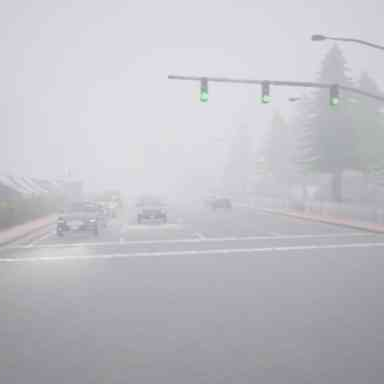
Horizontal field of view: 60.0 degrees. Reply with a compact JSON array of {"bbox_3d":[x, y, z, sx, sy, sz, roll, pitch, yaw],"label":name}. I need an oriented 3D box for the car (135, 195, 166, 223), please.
[{"bbox_3d":[-2.843,1.193,22.658,1.812,1.442,4.674,-1,1,-10],"label":"car"}]

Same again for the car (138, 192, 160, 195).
[{"bbox_3d":[-4.419,1.019,31.746,1.882,1.535,5.008,-1,1,-10],"label":"car"}]

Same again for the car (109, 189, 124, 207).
[{"bbox_3d":[-8.634,0.750,35.661,2.150,2.045,5.566,-1,1,-10],"label":"car"}]

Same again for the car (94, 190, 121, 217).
[{"bbox_3d":[-7.008,1.012,26.157,2.097,1.767,4.553,-1,1,-10],"label":"car"}]

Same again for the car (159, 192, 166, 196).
[{"bbox_3d":[-5.704,0.679,59.654,1.994,1.385,4.181,-1,1,-10],"label":"car"}]

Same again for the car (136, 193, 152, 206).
[{"bbox_3d":[-6.116,0.928,41.804,1.812,1.442,4.674,-1,1,-10],"label":"car"}]

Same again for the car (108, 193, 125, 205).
[{"bbox_3d":[-10.417,0.932,46.055,2.033,1.411,5.357,-1,1,-10],"label":"car"}]

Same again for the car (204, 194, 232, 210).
[{"bbox_3d":[2.574,0.962,33.309,1.812,1.442,4.674,-1,1,-10],"label":"car"}]

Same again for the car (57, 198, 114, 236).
[{"bbox_3d":[-5.500,1.278,17.080,2.128,1.511,4.902,-1,1,-7],"label":"car"}]
